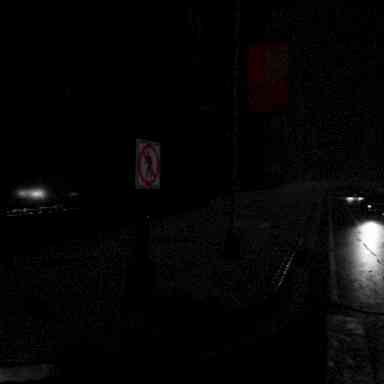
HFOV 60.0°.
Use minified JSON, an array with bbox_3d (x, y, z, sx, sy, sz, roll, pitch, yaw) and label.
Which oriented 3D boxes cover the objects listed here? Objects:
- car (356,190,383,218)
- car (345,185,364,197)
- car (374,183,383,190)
[{"bbox_3d":[11.335,0.808,20.116,1.895,1.301,4.718,2,3,23],"label":"car"},{"bbox_3d":[19.990,-0.171,41.141,2.033,1.411,5.357,2,3,23],"label":"car"},{"bbox_3d":[22.313,-0.195,38.272,2.097,1.767,4.553,2,3,23],"label":"car"}]
